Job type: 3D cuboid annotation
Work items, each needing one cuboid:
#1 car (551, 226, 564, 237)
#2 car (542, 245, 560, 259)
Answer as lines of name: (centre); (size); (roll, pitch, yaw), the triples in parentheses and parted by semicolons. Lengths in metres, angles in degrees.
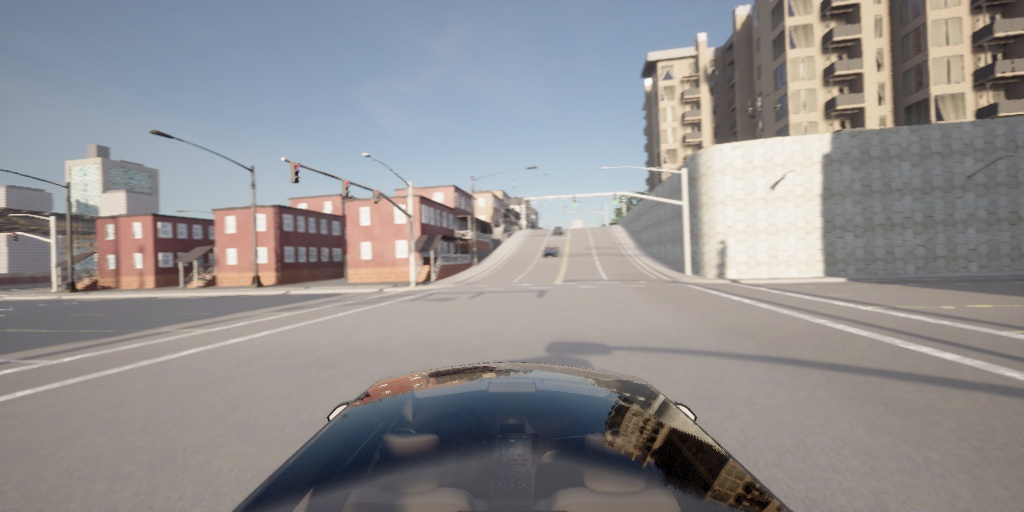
car: (7.857, -4.265, 61.124); (1.837, 1.490, 4.892); (-2, 12, 11)
car: (4.870, -0.591, 44.628); (1.895, 1.301, 4.718); (-2, 10, 11)
